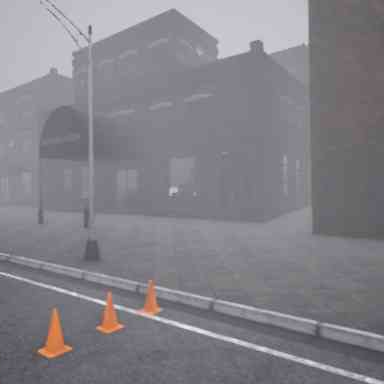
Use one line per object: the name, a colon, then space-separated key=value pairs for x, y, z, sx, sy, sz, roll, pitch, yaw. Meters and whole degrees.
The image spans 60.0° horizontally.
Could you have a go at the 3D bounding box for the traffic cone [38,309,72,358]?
traffic cone: x=-1.965 y=1.978 z=4.765 sx=0.340 sy=0.580 sz=0.340 roll=0 pitch=0 yaw=36

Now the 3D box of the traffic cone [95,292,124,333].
traffic cone: x=-1.381 y=1.982 z=5.577 sx=0.340 sy=0.580 sz=0.340 roll=0 pitch=0 yaw=36

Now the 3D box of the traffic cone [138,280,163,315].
traffic cone: x=-0.798 y=1.986 z=6.389 sx=0.340 sy=0.580 sz=0.340 roll=0 pitch=0 yaw=36
